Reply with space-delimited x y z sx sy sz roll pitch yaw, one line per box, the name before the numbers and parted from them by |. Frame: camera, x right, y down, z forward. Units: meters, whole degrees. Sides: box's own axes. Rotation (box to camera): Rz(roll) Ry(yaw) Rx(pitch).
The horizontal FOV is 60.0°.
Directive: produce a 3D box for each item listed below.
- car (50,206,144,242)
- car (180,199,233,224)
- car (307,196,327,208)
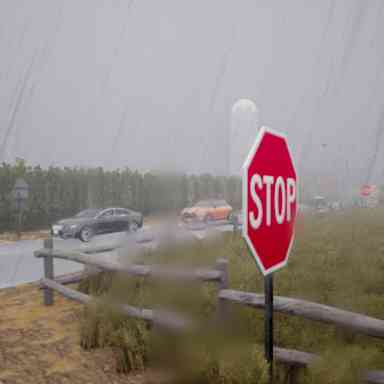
car | -4.548 1.491 16.568 2.128 1.511 4.902 0 0 36
car | 1.156 1.345 24.499 2.097 1.767 4.553 0 0 37
car | 16.637 1.303 44.309 1.837 1.490 4.892 0 1 11
